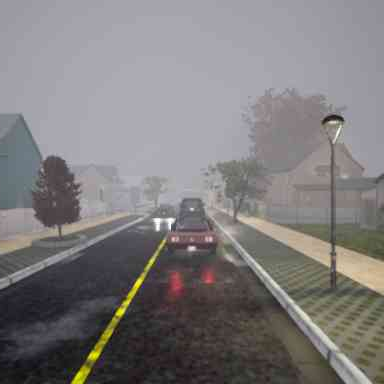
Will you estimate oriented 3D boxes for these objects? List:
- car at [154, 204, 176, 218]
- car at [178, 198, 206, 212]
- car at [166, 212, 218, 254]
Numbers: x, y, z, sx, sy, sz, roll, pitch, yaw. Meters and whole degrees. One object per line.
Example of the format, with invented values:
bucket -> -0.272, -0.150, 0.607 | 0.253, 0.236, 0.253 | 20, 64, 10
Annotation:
car -> -2.749, 1.937, 34.415 | 1.994, 1.385, 4.181 | 0, -1, 0
car -> 0.007, 1.526, 29.027 | 2.150, 2.045, 5.566 | 0, -1, 0
car -> 0.005, 1.745, 14.099 | 1.895, 1.301, 4.718 | 0, -1, 0
